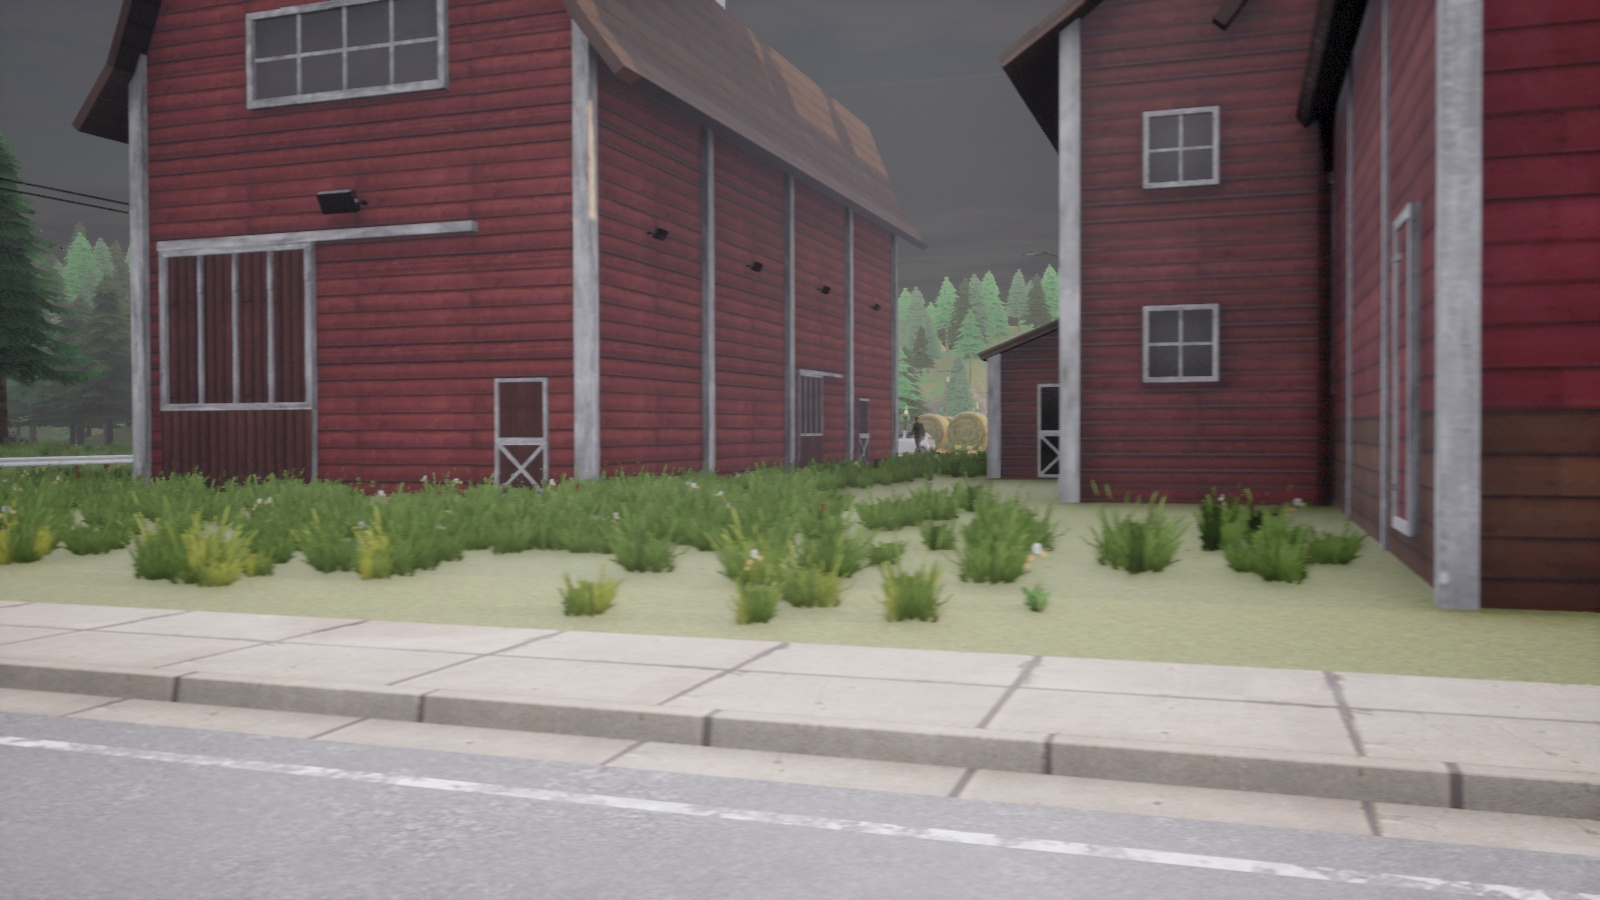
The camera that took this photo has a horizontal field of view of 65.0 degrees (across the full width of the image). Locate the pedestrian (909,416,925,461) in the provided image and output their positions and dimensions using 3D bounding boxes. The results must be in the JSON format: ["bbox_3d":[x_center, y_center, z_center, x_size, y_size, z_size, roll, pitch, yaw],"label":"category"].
[{"bbox_3d":[4.847,-0.470,51.859,0.353,1.847,0.614,1,1,42],"label":"pedestrian"}]

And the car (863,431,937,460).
[{"bbox_3d":[5.420,-0.255,67.726,3.633,1.501,1.845,1,1,19],"label":"car"}]
